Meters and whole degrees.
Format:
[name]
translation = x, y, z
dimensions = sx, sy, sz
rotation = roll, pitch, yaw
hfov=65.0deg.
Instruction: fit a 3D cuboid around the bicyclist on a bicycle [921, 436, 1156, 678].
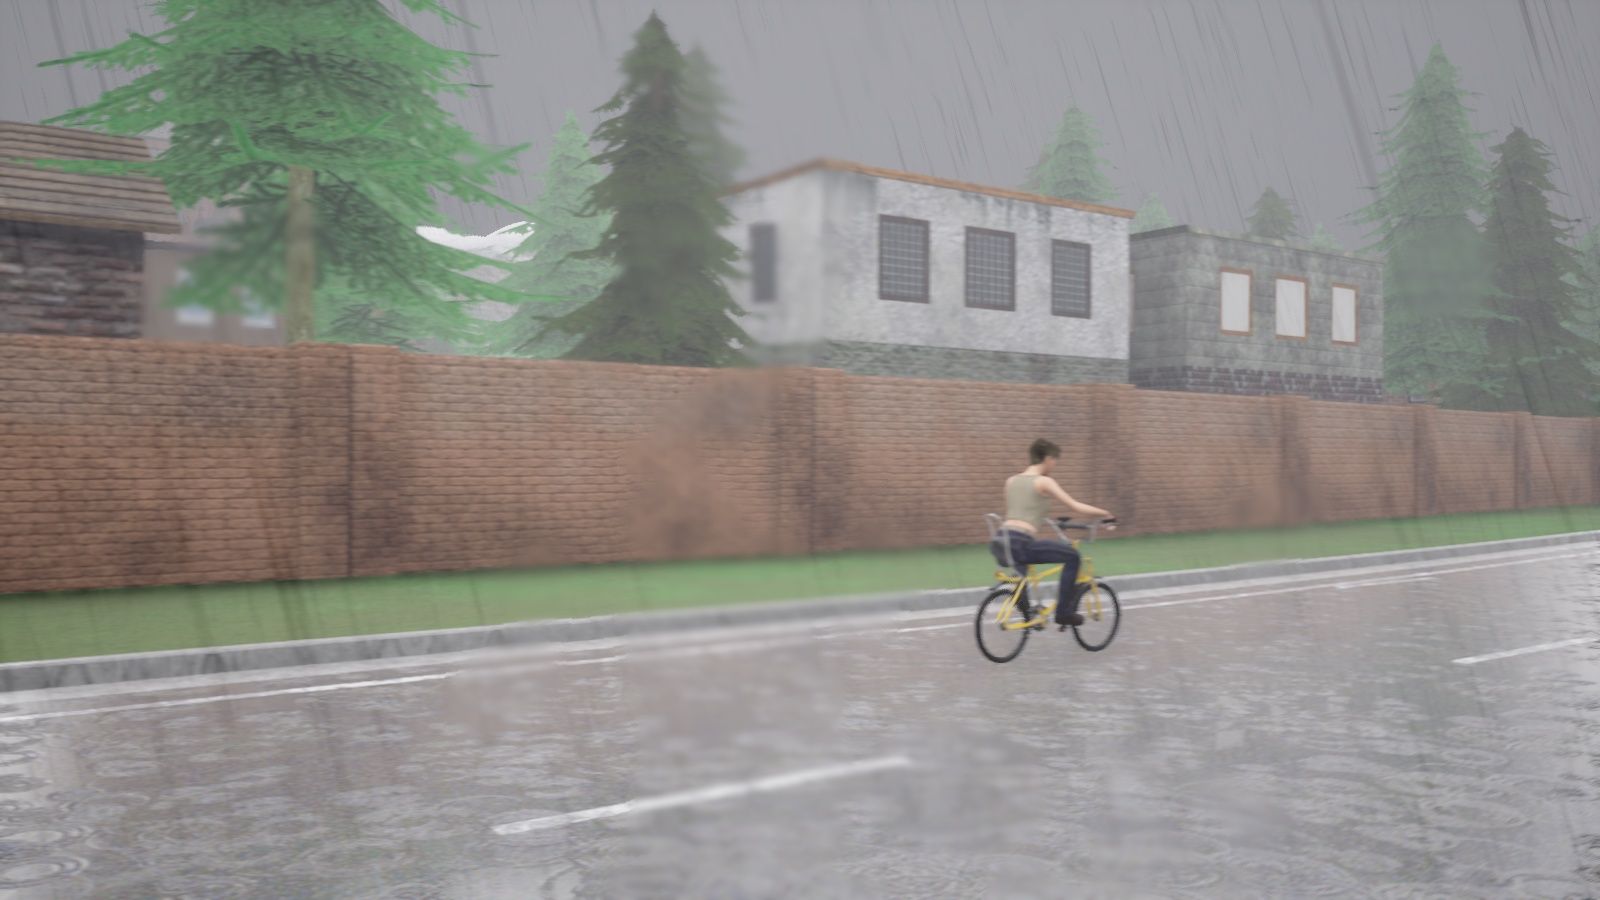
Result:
[bicyclist on a bicycle]
translation = 1.744, 0.715, 9.142
dimensions = 1.509, 1.612, 0.866
rotation = 0, 0, -35
